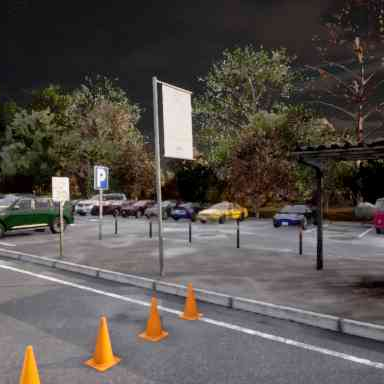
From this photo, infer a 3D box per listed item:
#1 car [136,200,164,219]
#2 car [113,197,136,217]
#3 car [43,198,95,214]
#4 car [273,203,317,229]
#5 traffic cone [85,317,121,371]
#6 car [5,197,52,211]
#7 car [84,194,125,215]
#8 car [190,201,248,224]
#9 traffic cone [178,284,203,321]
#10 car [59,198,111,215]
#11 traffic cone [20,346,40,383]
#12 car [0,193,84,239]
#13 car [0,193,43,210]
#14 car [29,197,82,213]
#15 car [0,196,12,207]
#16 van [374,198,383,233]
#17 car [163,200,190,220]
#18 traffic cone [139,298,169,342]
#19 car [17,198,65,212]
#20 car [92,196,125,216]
[{"bbox_3d":[-2.040,1.472,28.506,2.231,1.521,4.892,0,0,35],"label":"car"},{"bbox_3d":[-4.311,1.468,30.102,2.097,1.535,5.008,0,0,35],"label":"car"},{"bbox_3d":[-13.398,1.454,36.484,2.097,1.535,5.008,0,0,35],"label":"car"},{"bbox_3d":[7.019,1.513,22.088,2.163,1.488,4.792,0,0,35],"label":"car"},{"bbox_3d":[-1.171,1.957,4.391,0.340,0.580,0.340,0,0,35],"label":"traffic cone"},{"bbox_3d":[-20.192,1.450,41.307,2.163,1.488,4.792,0,0,35],"label":"car"},{"bbox_3d":[-8.870,1.211,33.269,2.435,2.045,5.566,0,0,35],"label":"car"},{"bbox_3d":[2.389,1.474,25.155,1.946,1.575,5.366,0,0,35],"label":"car"},{"bbox_3d":[-0.020,1.957,6.023,0.340,0.580,0.340,0,0,36],"label":"traffic cone"},{"bbox_3d":[-11.126,1.460,34.885,2.231,1.521,4.892,0,0,35],"label":"car"},{"bbox_3d":[-1.747,1.957,3.575,0.340,0.580,0.340,0,0,35],"label":"traffic cone"},{"bbox_3d":[-8.876,1.220,17.280,2.435,2.045,5.566,0,0,35],"label":"car"},{"bbox_3d":[-22.493,1.152,42.856,2.435,2.045,5.566,0,0,35],"label":"car"},{"bbox_3d":[-15.560,1.443,38.238,1.946,1.575,5.366,0,0,35],"label":"car"},{"bbox_3d":[-29.181,1.331,47.825,1.946,1.575,5.366,1,0,35],"label":"car"},{"bbox_3d":[11.642,1.263,19.012,1.878,1.987,4.442,0,0,35],"label":"van"},{"bbox_3d":[0.242,1.504,26.927,2.163,1.488,4.792,0,0,35],"label":"car"},{"bbox_3d":[-0.596,1.957,5.207,0.340,0.580,0.340,0,0,35],"label":"traffic cone"},{"bbox_3d":[-17.950,1.467,39.658,2.163,1.488,4.792,0,0,35],"label":"car"},{"bbox_3d":[-6.581,1.465,31.700,2.097,1.535,5.008,0,0,35],"label":"car"}]
